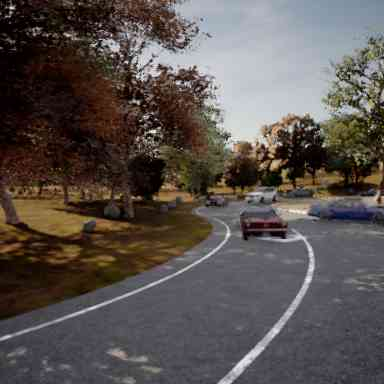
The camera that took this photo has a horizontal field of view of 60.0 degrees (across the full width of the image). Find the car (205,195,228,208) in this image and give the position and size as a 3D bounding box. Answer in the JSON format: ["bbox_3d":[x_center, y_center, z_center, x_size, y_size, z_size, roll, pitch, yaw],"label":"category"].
[{"bbox_3d":[2.757,1.024,36.537,1.994,1.385,4.181,-1,1,15],"label":"car"}]

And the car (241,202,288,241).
[{"bbox_3d":[3.308,1.393,15.795,1.895,1.301,4.718,-1,1,7],"label":"car"}]

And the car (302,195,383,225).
[{"bbox_3d":[9.653,1.093,19.807,2.033,1.411,5.357,-3,1,-41],"label":"car"}]

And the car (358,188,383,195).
[{"bbox_3d":[27.633,0.115,49.449,5.357,1.411,2.033,-1,1,13],"label":"car"}]

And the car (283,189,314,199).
[{"bbox_3d":[16.608,0.229,51.942,4.902,1.511,2.128,-2,1,-16],"label":"car"}]

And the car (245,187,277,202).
[{"bbox_3d":[9.042,0.397,43.093,2.150,2.045,5.566,-2,1,40],"label":"car"}]
